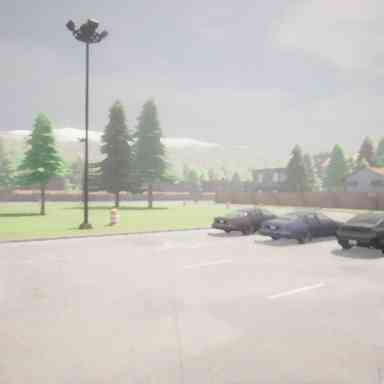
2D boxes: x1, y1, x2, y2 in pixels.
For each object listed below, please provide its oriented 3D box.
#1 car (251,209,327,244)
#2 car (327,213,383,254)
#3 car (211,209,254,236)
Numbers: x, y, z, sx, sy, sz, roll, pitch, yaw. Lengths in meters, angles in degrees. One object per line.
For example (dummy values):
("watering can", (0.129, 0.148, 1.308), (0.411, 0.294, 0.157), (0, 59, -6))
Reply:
("car", (5.703, 1.680, 16.530), (5.357, 1.411, 2.033), (1, 0, -35))
("car", (8.002, 1.643, 13.867), (4.892, 1.490, 1.837), (0, 0, -35))
("car", (3.649, 1.680, 19.413), (5.357, 1.411, 2.033), (1, 0, -35))
